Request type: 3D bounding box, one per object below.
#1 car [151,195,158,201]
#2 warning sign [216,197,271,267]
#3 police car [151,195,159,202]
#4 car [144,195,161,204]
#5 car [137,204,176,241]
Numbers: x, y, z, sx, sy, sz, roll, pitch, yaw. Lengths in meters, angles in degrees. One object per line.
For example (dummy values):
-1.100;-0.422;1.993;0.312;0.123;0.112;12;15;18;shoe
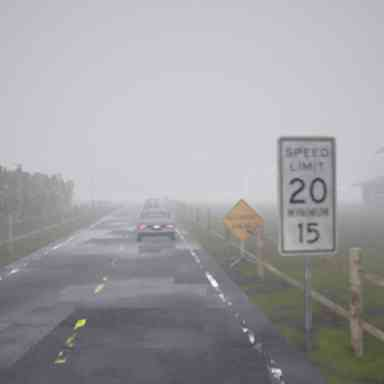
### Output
-10.019;1.678;88.788;1.812;1.442;4.674;-1;0;-7;car
1.440;1.102;9.596;1.300;1.860;1.060;-1;0;-7;warning sign
-8.802;1.562;78.973;1.930;1.638;5.238;-1;0;-7;police car
-4.868;1.432;41.159;2.097;1.767;4.553;-1;0;-7;car
-1.861;1.580;17.057;2.033;1.411;5.357;-1;0;-7;car
